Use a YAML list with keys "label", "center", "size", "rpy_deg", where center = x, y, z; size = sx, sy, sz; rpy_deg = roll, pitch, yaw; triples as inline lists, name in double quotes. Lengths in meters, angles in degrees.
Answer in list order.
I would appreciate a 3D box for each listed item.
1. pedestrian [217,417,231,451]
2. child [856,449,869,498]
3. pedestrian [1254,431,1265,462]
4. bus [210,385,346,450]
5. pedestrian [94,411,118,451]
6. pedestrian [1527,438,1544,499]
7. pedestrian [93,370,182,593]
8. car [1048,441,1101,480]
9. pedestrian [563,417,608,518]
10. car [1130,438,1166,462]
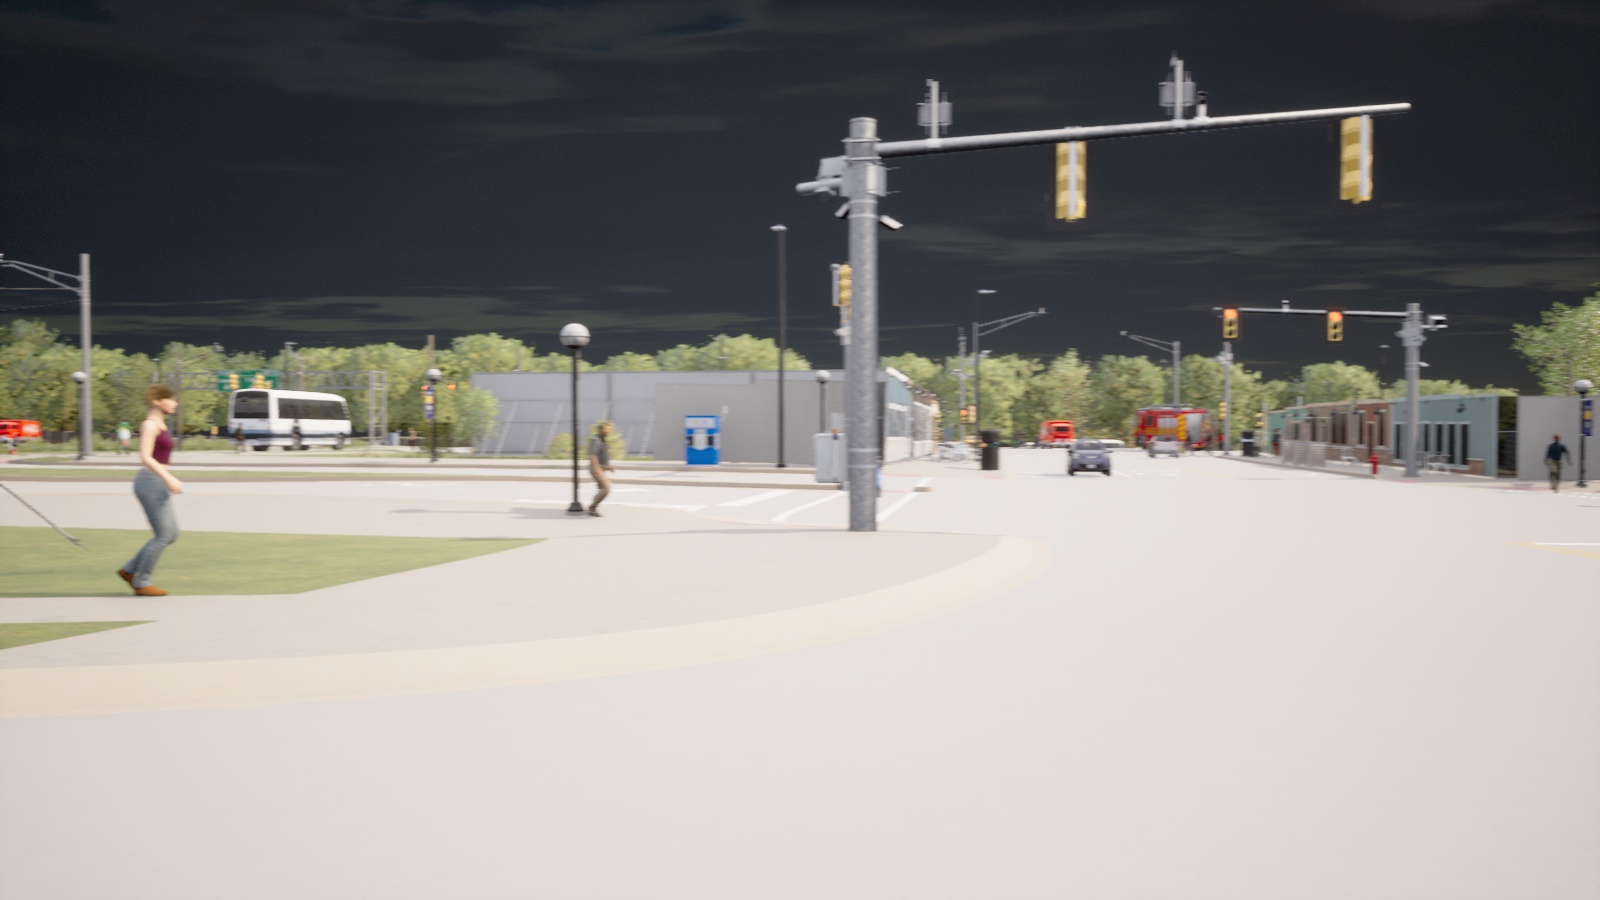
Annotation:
- label: "pedestrian"
  center: [-32.598, -0.906, 71.067]
  size: [0.395, 1.930, 0.692]
  rpy_deg: [1, 1, 8]
- label: "child"
  center: [1.654, 0.622, 33.124]
  size: [0.270, 1.263, 0.437]
  rpy_deg: [1, 1, 11]
- label: "pedestrian"
  center: [28.080, -0.213, 76.727]
  size: [0.353, 1.847, 0.614]
  rpy_deg: [0, 1, -5]
- label: "bus"
  center: [-36.088, -2.202, 87.383]
  size: [3.944, 4.253, 10.273]
  rpy_deg: [1, 1, 9]
- label: "pedestrian"
  center: [-34.324, -0.934, 62.111]
  size: [0.659, 1.952, 0.873]
  rpy_deg: [1, 1, 10]
- label: "pedestrian"
  center: [22.624, 0.560, 38.615]
  size: [0.370, 1.835, 0.726]
  rpy_deg: [1, 2, 33]
- label: "pedestrian"
  center: [-5.573, 0.254, 10.577]
  size: [0.594, 1.836, 0.345]
  rpy_deg: [0, 2, -16]
- label: "car"
  center: [11.186, 0.408, 51.365]
  size: [1.845, 1.501, 3.633]
  rpy_deg: [1, 1, 9]
- label: "pedestrian"
  center: [-3.981, 0.316, 23.332]
  size: [0.694, 1.848, 0.540]
  rpy_deg: [1, 1, 9]
- label: "car"
  center: [22.691, -0.033, 81.966]
  size: [1.845, 1.501, 3.633]
  rpy_deg: [1, 1, 8]
